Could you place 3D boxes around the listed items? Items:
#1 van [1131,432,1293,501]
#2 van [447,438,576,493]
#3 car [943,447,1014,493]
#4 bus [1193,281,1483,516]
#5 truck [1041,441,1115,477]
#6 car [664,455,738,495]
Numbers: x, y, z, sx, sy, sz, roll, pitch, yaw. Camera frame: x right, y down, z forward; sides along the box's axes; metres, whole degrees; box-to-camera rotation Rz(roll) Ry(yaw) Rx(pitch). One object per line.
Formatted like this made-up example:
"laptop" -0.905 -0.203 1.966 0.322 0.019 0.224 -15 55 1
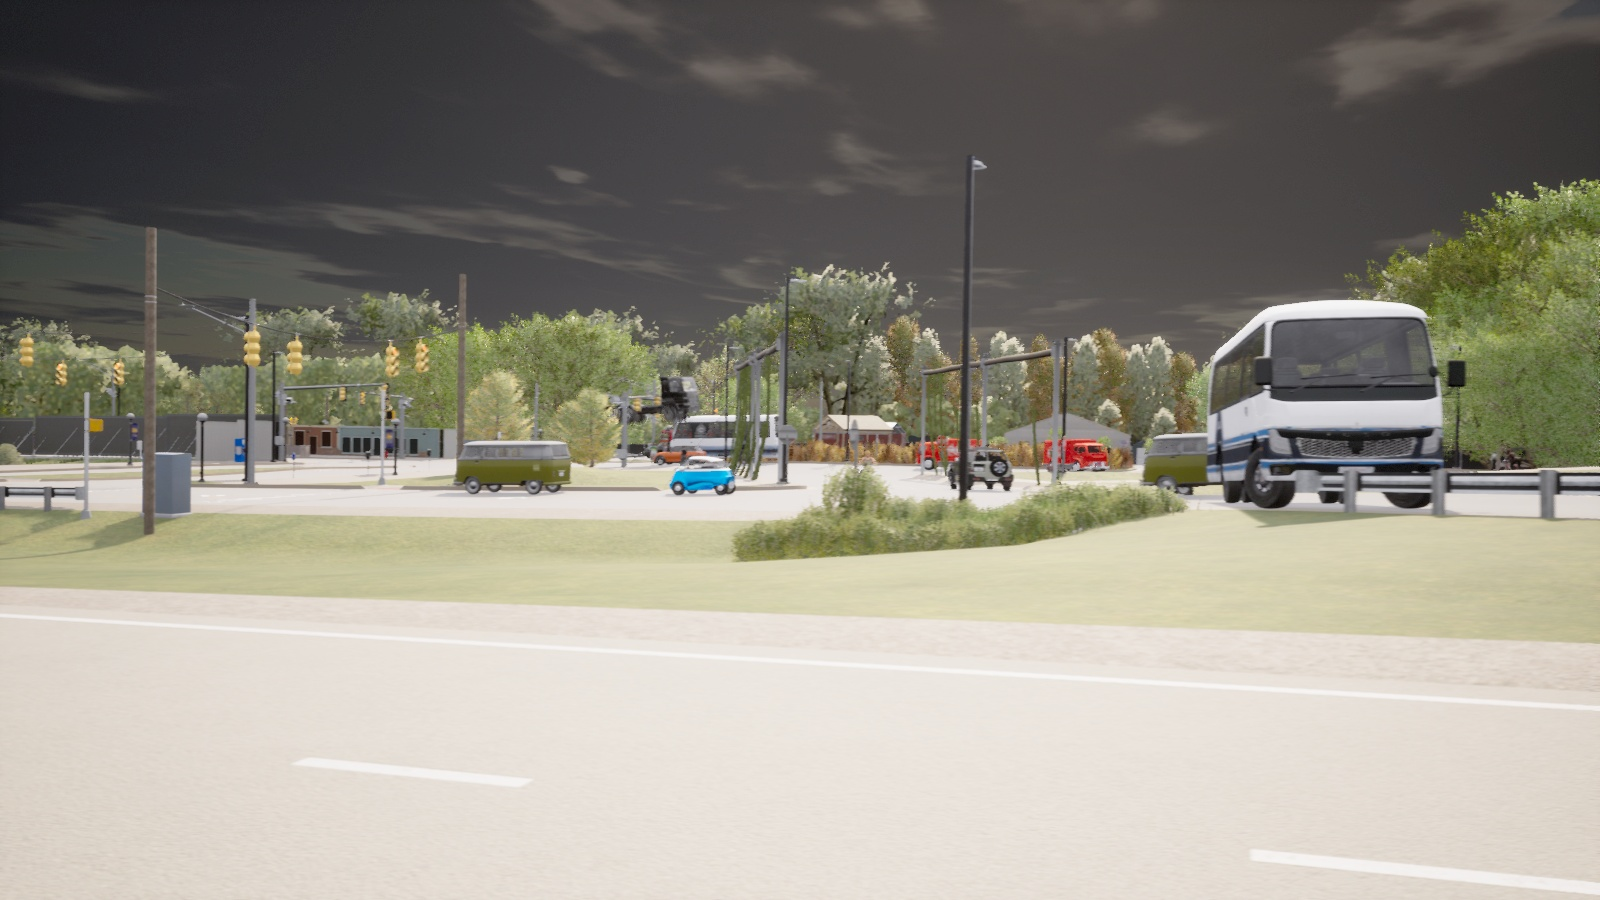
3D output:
"van" 12.843 0.560 39.238 4.442 1.987 1.775 -2 -4 37
"van" -10.868 0.562 47.314 4.442 1.987 1.775 0 1 18
"car" 7.617 0.865 53.973 1.932 1.855 4.605 1 -1 -6
"bus" 11.387 -0.796 28.064 3.944 4.253 10.273 0 -2 12
"truck" 19.560 0.614 88.696 2.627 2.467 5.204 0 0 -22
"car" -3.524 0.876 44.894 2.207 1.376 1.481 0 1 19
